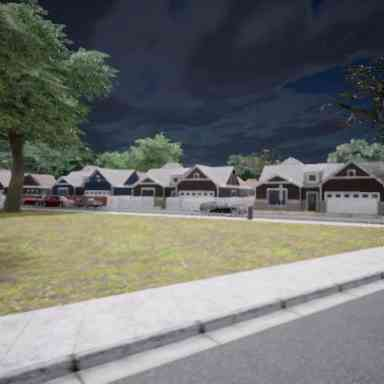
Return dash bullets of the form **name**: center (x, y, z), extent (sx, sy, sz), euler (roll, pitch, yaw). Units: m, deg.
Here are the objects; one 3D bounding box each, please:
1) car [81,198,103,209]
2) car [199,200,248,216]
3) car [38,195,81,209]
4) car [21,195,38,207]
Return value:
- **car**: center (-14.400, 1.456, 44.423), extent (5.357, 1.411, 2.033), euler (0, 0, 28)
- **car**: center (3.068, 1.516, 31.961), extent (4.902, 1.511, 2.128), euler (0, 0, 29)
- **car**: center (-16.996, 1.223, 42.576), extent (4.553, 1.767, 2.097), euler (1, 0, 28)
- **car**: center (-22.929, 1.195, 48.780), extent (4.553, 1.767, 2.097), euler (0, 0, 27)
